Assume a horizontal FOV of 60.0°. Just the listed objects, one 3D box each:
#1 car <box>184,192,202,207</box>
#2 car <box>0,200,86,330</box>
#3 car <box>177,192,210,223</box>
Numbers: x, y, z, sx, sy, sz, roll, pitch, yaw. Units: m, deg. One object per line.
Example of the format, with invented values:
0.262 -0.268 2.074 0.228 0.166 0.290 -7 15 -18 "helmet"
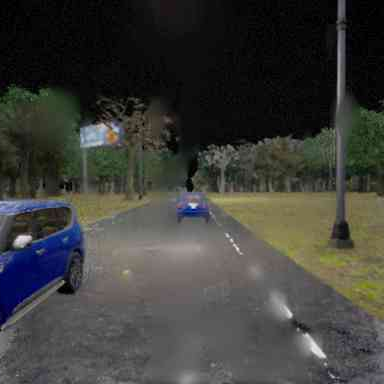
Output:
0.102 0.873 41.508 2.097 1.767 4.553 0 1 0 "car"
-3.595 1.198 5.735 2.150 2.045 5.566 0 0 0 "car"
0.098 1.029 23.912 2.150 2.045 5.566 0 0 0 "car"
